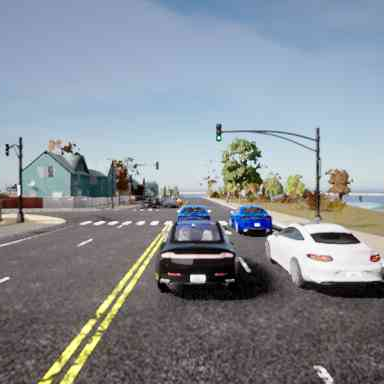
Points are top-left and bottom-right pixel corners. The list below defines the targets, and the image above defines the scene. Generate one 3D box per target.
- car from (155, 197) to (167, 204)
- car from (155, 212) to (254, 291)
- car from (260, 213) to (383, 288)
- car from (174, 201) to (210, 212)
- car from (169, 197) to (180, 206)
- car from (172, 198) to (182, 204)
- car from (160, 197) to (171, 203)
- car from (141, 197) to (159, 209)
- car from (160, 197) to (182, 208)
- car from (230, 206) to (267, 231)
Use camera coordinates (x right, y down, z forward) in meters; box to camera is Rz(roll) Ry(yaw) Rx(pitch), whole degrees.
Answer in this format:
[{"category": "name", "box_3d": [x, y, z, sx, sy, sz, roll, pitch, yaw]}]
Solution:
[{"category": "car", "box_3d": [-6.370, 1.811, 69.459, 2.033, 1.411, 5.357, 0, 0, 0]}, {"category": "car", "box_3d": [0.117, 1.521, 9.089, 2.128, 1.511, 4.902, 0, 0, 0]}, {"category": "car", "box_3d": [3.362, 1.554, 9.222, 1.812, 1.442, 4.674, 0, 0, 0]}, {"category": "car", "box_3d": [0.097, 1.542, 20.018, 1.882, 1.535, 5.008, 0, 0, 0]}, {"category": "car", "box_3d": [-3.199, 1.710, 61.122, 1.882, 1.535, 5.008, 0, 0, 0]}, {"category": "car", "box_3d": [-3.117, 1.875, 71.130, 1.895, 1.301, 4.718, 0, 0, 0]}, {"category": "car", "box_3d": [-6.351, 1.864, 79.825, 2.033, 1.411, 5.357, 0, 0, 0]}, {"category": "car", "box_3d": [-6.496, 1.687, 50.024, 1.837, 1.490, 4.892, 0, 0, 0]}, {"category": "car", "box_3d": [-3.209, 1.734, 51.137, 2.033, 1.411, 5.357, 0, 0, 3]}, {"category": "car", "box_3d": [3.387, 1.541, 19.698, 1.882, 1.535, 5.008, 0, 0, 0]}]
